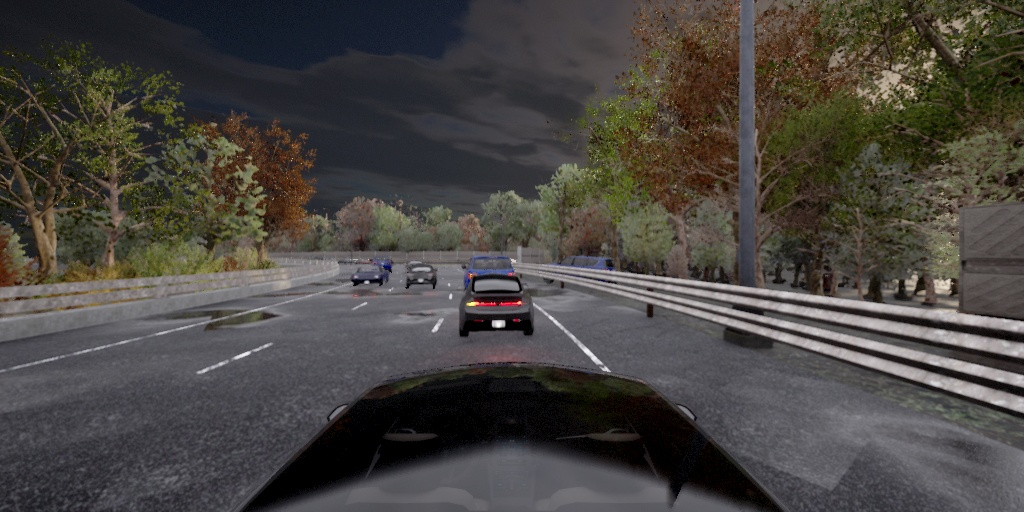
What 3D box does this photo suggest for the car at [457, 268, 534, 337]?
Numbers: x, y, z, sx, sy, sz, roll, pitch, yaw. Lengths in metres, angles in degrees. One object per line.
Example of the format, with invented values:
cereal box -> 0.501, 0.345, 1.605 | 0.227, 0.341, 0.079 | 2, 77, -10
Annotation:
car -> -0.523, 1.260, 10.379 | 1.837, 1.490, 4.892 | 0, 0, -5

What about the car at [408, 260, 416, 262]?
car -> -11.304, 1.252, 41.401 | 1.882, 1.535, 5.008 | 0, 0, -21

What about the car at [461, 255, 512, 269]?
car -> -1.172, 0.981, 17.053 | 2.150, 2.045, 5.566 | 0, 0, -9

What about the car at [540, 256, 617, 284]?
car -> 4.611, 1.021, 25.175 | 5.566, 2.045, 2.150 | 5, 0, 40

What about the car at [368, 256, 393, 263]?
car -> -15.855, 0.997, 43.354 | 2.150, 2.045, 5.566 | 0, 0, -23

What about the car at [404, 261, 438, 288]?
car -> -5.930, 1.289, 23.783 | 1.812, 1.442, 4.674 | 0, 0, -11

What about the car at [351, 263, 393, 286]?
car -> -9.767, 1.365, 25.077 | 1.895, 1.301, 4.718 | 0, 0, -12
